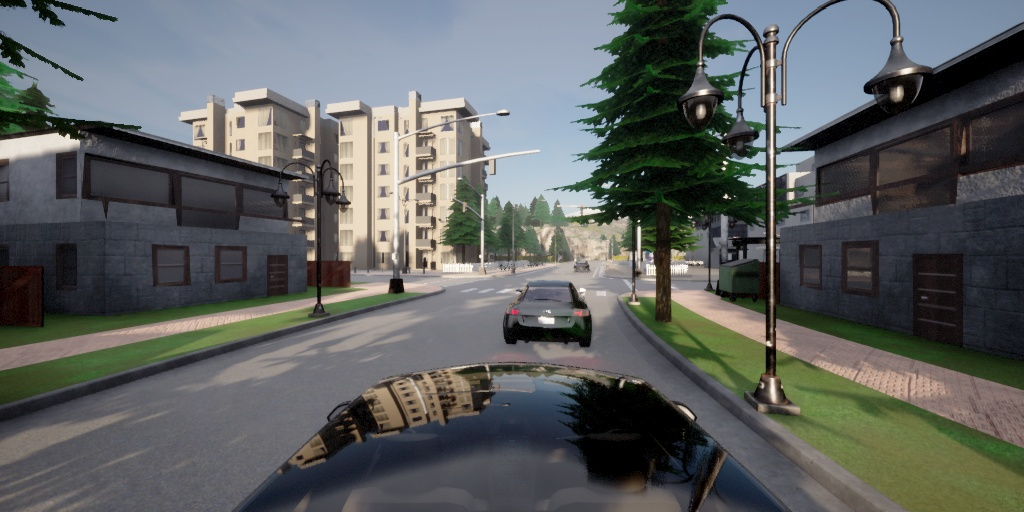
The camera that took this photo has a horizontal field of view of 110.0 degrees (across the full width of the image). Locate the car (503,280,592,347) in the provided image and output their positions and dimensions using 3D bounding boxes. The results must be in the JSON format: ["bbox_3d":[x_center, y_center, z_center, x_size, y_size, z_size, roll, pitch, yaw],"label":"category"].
[{"bbox_3d":[1.005,1.314,9.431,1.994,1.385,4.181,0,0,8],"label":"car"}]

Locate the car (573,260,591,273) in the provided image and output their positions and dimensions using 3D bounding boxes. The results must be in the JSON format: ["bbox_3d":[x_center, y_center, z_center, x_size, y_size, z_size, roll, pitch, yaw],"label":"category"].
[{"bbox_3d":[8.778,1.276,44.965,2.128,1.511,4.902,0,0,14],"label":"car"}]
